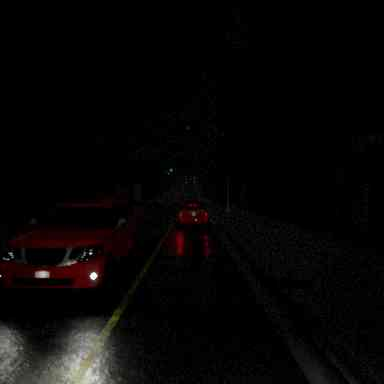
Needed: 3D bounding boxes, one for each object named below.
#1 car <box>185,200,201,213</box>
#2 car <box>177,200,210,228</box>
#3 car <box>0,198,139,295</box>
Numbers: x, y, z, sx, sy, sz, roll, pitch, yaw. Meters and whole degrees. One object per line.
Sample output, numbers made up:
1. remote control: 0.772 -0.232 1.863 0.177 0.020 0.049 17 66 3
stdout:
1. car: 0.112 1.691 40.085 1.837 1.490 4.892 0 -1 0
2. car: 0.106 1.405 22.601 2.097 1.767 4.553 0 0 0
3. car: -2.846 1.223 9.091 2.150 2.045 5.566 0 0 0
